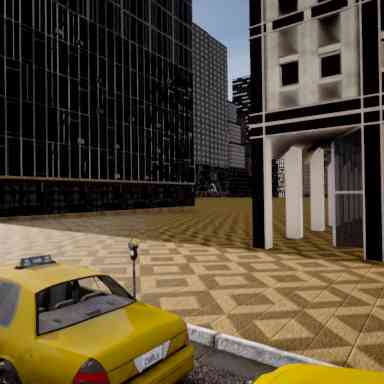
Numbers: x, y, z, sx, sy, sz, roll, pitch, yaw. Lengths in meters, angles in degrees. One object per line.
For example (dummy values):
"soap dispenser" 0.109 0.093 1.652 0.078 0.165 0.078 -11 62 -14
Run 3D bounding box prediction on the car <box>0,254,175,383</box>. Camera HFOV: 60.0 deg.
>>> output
"car" -2.256 1.527 4.487 4.829 1.417 1.752 0 -1 35

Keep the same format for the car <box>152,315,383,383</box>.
"car" 2.247 1.525 1.290 4.829 1.417 1.752 0 -1 35
